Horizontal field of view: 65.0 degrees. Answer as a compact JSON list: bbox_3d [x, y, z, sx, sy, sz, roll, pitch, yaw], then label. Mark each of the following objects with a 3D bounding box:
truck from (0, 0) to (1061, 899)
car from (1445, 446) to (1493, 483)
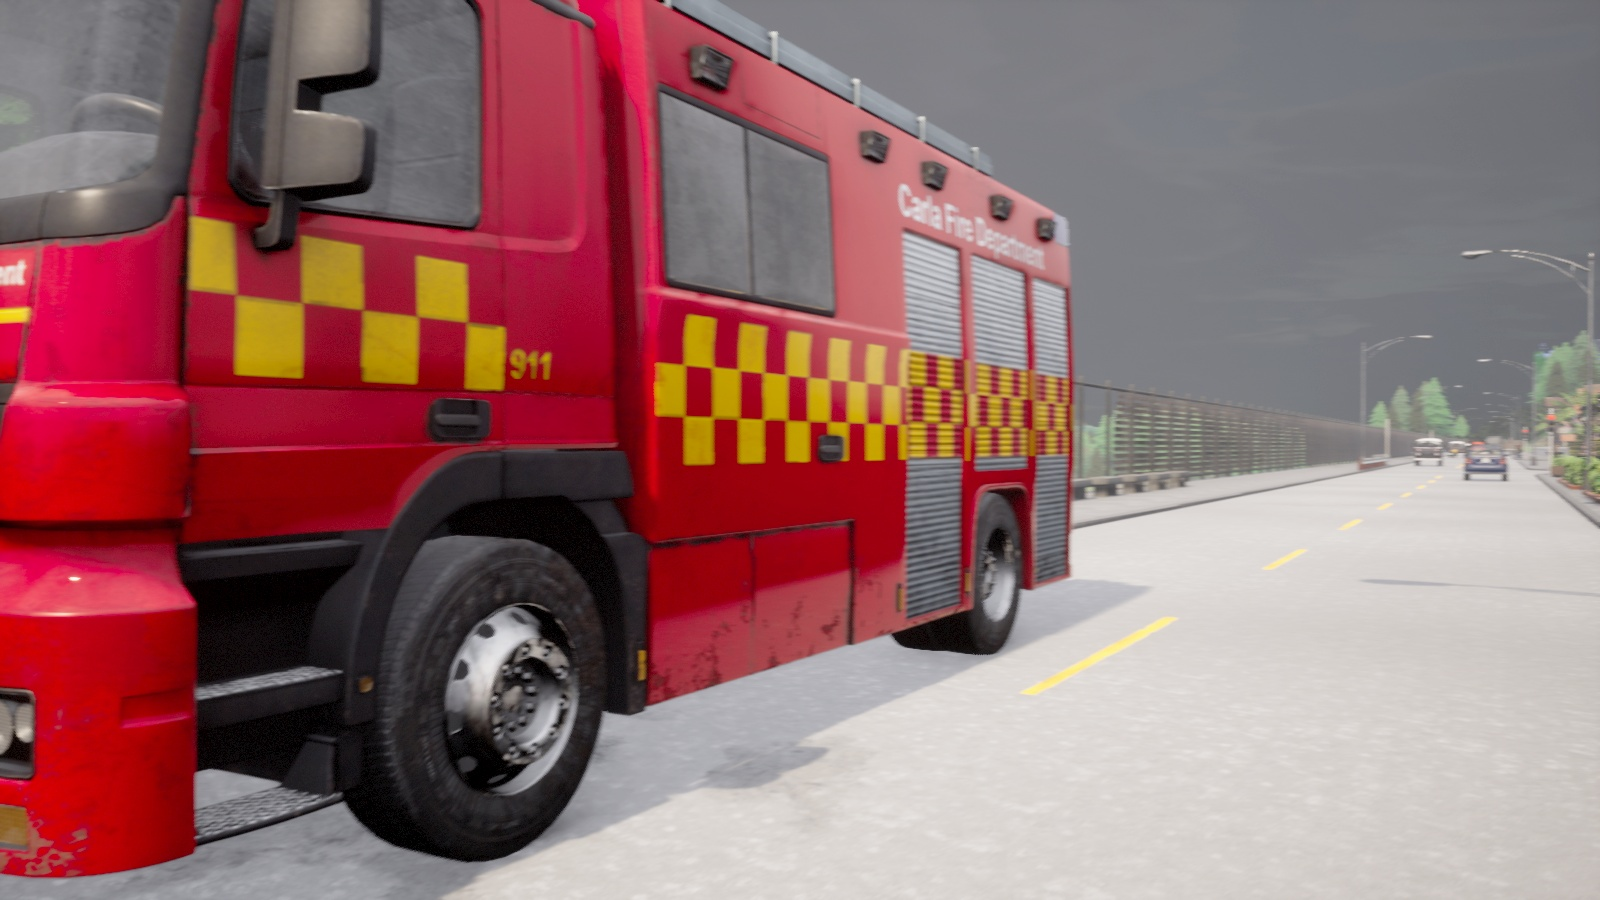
[{"bbox_3d":[-1.213,-0.472,7.001,2.891,3.827,8.468,1,0,28],"label":"truck"},{"bbox_3d":[29.155,0.593,54.736,1.789,1.549,3.705,1,0,28],"label":"car"}]
